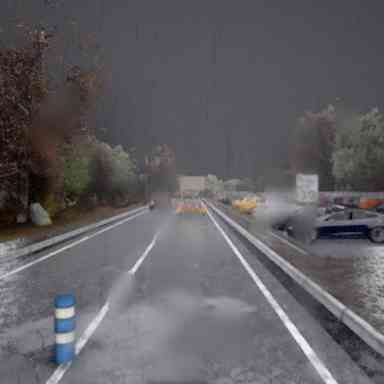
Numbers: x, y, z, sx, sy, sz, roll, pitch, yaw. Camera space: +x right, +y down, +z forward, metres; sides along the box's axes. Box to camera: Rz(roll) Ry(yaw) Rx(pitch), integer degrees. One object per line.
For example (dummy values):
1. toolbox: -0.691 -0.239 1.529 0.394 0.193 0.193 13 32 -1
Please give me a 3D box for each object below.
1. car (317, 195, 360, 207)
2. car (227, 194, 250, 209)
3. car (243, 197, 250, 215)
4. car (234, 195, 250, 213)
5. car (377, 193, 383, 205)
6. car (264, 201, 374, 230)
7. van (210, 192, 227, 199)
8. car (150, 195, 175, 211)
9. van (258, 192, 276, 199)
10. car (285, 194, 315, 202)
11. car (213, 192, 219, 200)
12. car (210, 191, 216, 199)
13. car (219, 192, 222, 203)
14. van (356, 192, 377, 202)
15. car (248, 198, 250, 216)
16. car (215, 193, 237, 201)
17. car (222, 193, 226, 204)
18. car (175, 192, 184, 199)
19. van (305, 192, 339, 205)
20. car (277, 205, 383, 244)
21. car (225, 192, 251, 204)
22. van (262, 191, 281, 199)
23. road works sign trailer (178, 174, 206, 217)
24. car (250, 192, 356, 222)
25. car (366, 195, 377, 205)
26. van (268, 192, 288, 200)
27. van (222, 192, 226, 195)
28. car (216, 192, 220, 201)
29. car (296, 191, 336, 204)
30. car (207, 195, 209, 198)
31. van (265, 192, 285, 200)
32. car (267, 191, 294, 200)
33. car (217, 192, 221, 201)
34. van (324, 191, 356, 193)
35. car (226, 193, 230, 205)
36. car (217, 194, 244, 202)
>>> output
1. car: 20.098 1.198 45.873 5.008 1.535 2.097 0 0 0
2. car: 6.747 1.269 35.066 5.366 1.575 1.946 0 1 0
3. car: 6.875 1.366 26.616 4.892 1.521 2.231 0 1 0
4. car: 6.704 1.330 29.393 5.366 1.575 1.946 0 1 0
5. car: 19.997 1.074 29.259 5.566 2.045 2.435 0 1 0
6. car: 6.812 1.458 18.288 5.008 1.535 2.097 0 1 0
7. van: 7.229 0.940 90.439 4.442 1.987 1.878 0 -1 0
8. car: -3.337 1.126 36.294 2.097 1.767 4.553 0 0 0
9. van: 20.307 0.930 90.179 4.442 1.987 1.878 0 -1 0
10. car: 20.212 1.155 62.494 5.008 1.535 2.097 0 0 0
11. car: 6.933 1.167 59.919 5.366 1.575 1.946 0 0 0
12. car: 6.995 1.146 68.247 5.366 1.575 1.946 0 0 0
13. car: 7.027 1.221 51.590 4.792 1.488 2.163 0 0 0
14. van: 20.128 1.039 34.922 4.442 1.987 1.878 0 1 0
15. car: 7.034 1.393 23.839 5.366 1.575 1.946 0 1 0
16. car: 7.170 1.016 71.022 4.553 1.767 2.185 0 0 0
17. car: 7.044 1.235 46.037 4.792 1.488 2.163 0 0 0
18. car: -3.048 0.781 77.931 2.097 1.767 4.553 0 0 0
19. van: 20.018 0.958 51.413 4.442 1.987 1.878 0 0 0
20. car: 6.757 1.519 15.513 4.792 1.488 2.163 0 1 0
21. car: 7.025 1.090 43.263 4.553 1.767 2.185 0 0 0
22. van: 20.267 0.872 84.788 4.442 1.987 1.878 0 0 0
23. road works sign trailer: 0.040 0.278 28.919 2.380 3.560 2.880 0 0 3
24. car: 6.856 1.176 21.061 5.566 2.045 2.435 0 1 0
25. car: 19.961 1.324 32.032 4.792 1.488 2.163 0 1 0
26. van: 20.459 0.886 79.238 4.442 1.987 1.878 0 0 0
27. van: 7.151 0.973 48.812 4.442 1.987 1.878 0 0 0
28. car: 7.068 1.207 57.142 4.792 1.488 2.163 0 0 0
29. car: 20.127 0.925 54.182 5.566 2.045 2.435 0 0 0
30. car: 7.333 0.855 84.902 5.566 2.045 2.435 0 0 0
31. van: 20.479 0.880 81.883 4.442 1.987 1.878 0 0 0
32. car: 20.293 0.868 76.469 5.566 2.045 2.435 0 0 0
33. car: 7.047 1.214 54.366 4.792 1.488 2.163 0 0 0
34. van: 19.964 0.982 43.087 4.442 1.987 1.878 0 0 0
35. car: 6.967 1.230 40.484 4.892 1.521 2.231 0 1 0
36. car: 7.145 1.164 62.694 4.892 1.521 2.231 0 0 0
